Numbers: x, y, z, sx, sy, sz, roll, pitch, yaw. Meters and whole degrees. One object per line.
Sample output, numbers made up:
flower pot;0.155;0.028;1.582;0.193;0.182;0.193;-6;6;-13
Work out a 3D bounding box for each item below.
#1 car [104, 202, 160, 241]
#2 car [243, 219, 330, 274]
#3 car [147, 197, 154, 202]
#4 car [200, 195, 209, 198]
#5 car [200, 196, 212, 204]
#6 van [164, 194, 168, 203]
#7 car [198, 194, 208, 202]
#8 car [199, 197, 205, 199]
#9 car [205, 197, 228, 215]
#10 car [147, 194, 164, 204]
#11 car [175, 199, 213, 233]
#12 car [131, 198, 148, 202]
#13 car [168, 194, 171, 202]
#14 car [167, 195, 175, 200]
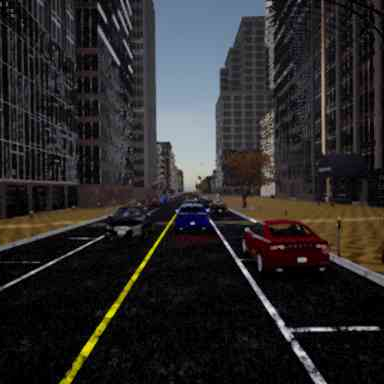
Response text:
car;-3.053;1.502;16.848;2.128;1.511;4.902;-1;0;0
car;2.653;1.502;10.269;1.887;1.381;4.507;-1;0;0
car;-5.826;1.590;38.432;1.802;1.307;4.206;-1;0;0
car;2.513;1.448;49.768;2.008;1.369;4.403;-1;0;0
car;2.473;1.429;61.053;2.008;1.369;4.403;-1;0;0
van;-5.912;1.312;60.997;1.690;1.788;3.998;-1;0;0
car;2.430;1.299;72.338;1.967;1.590;4.097;-1;0;0
car;-0.045;1.499;34.140;2.033;1.411;5.357;-1;0;0
car;2.573;1.476;32.839;2.008;1.369;4.403;-1;0;0
car;-5.872;1.305;49.714;2.192;1.841;5.009;-1;0;0
car;0.026;1.450;19.681;1.882;1.535;5.008;-1;0;0
car;-5.807;1.543;32.621;1.752;1.417;4.829;-1;0;0
car;-5.932;1.276;66.638;2.192;1.841;5.009;-1;0;0
car;-6.027;1.452;94.846;1.887;1.381;4.507;-1;0;0
